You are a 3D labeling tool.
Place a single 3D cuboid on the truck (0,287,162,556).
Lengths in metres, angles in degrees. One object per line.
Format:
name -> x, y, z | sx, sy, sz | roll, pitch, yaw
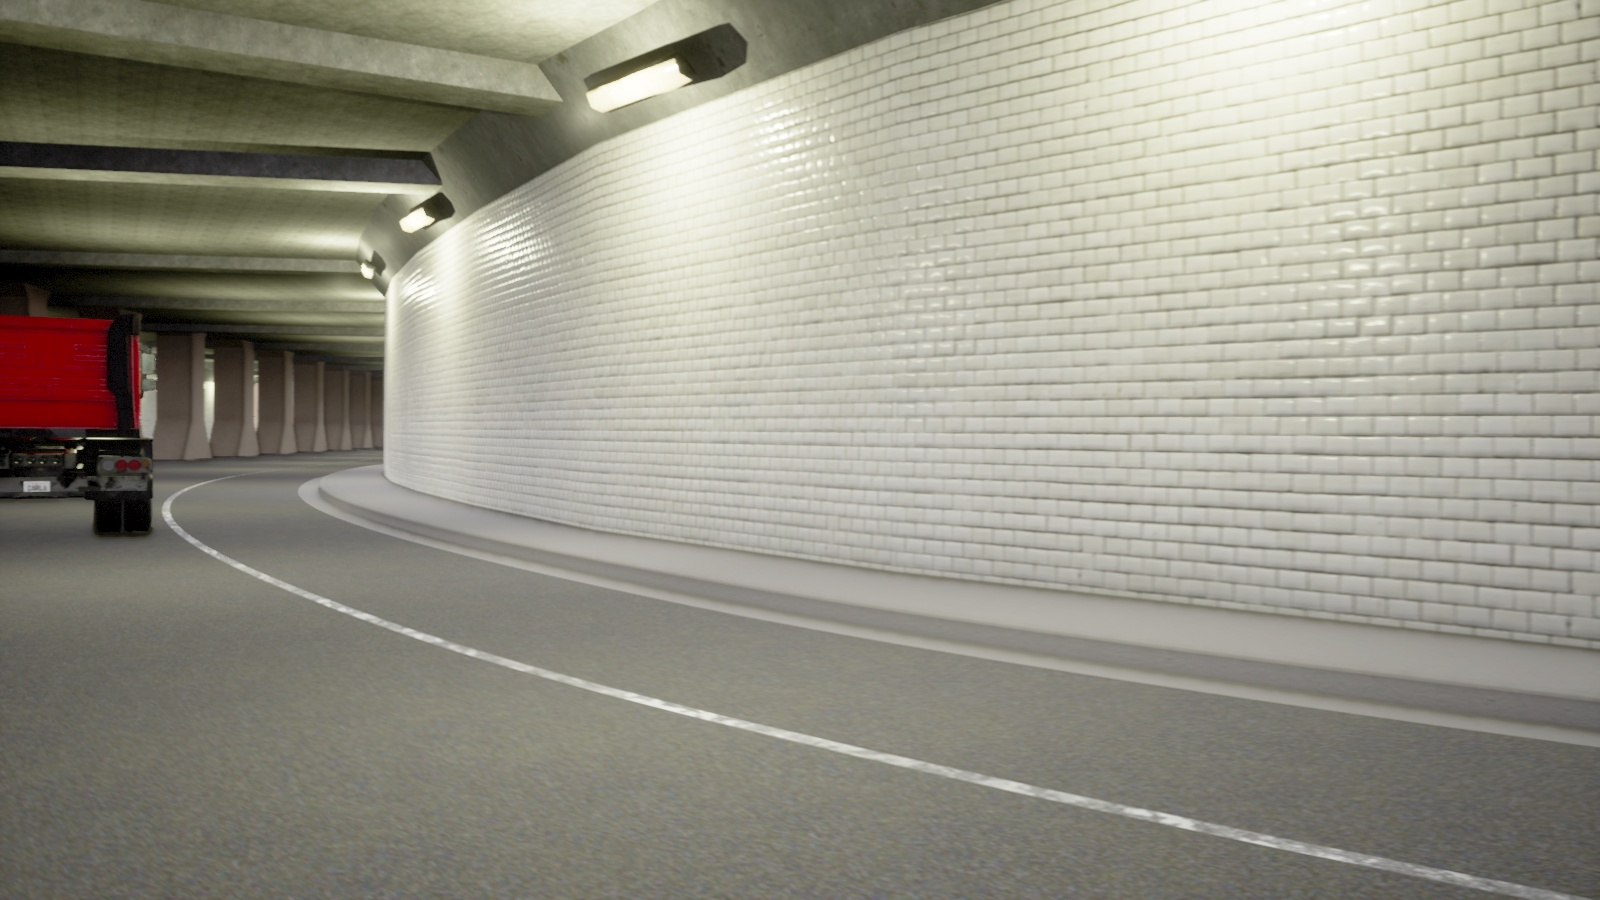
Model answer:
truck -> -11.899, -0.400, 19.787 | 2.891, 3.462, 7.936 | -1, 1, -30
